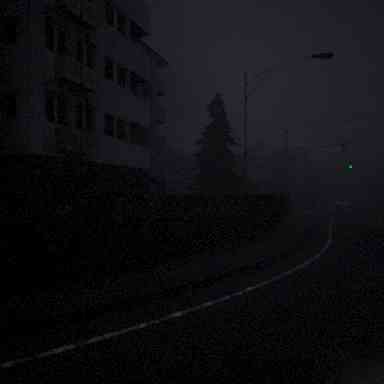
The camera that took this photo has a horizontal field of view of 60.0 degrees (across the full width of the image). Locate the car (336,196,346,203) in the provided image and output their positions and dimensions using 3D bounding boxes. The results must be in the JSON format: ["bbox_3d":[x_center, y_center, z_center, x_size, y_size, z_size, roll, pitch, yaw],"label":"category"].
[{"bbox_3d":[31.617,1.516,70.526,2.128,1.511,4.902,0,0,23],"label":"car"}]

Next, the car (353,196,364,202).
[{"bbox_3d":[36.122,1.544,72.188,1.994,1.385,4.181,0,0,23],"label":"car"}]
